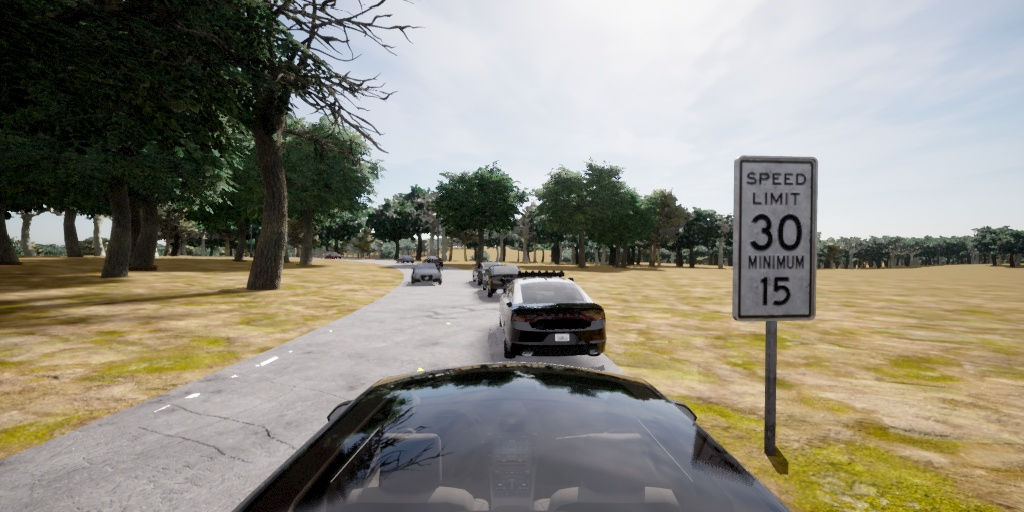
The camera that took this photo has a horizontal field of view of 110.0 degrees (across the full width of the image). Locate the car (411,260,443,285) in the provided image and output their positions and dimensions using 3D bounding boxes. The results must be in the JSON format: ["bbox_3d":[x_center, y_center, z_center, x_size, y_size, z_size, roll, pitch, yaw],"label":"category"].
[{"bbox_3d":[-5.899,1.207,24.830,1.994,1.385,4.181,0,1,-13],"label":"car"}]

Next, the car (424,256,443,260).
[{"bbox_3d":[-10.589,0.703,47.799,1.882,1.535,5.008,0,1,-25],"label":"car"}]

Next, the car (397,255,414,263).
[{"bbox_3d":[-18.437,0.514,61.886,1.994,1.385,4.181,-1,1,-35],"label":"car"}]

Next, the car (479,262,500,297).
[{"bbox_3d":[-0.473,1.174,18.666,1.882,1.535,5.008,0,1,-9],"label":"car"}]

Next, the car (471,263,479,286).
[{"bbox_3d":[-1.615,1.143,24.689,1.837,1.490,4.892,0,1,-12],"label":"car"}]

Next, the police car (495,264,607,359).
[{"bbox_3d":[0.675,1.167,8.627,1.930,1.638,5.238,0,0,-4],"label":"police car"}]
